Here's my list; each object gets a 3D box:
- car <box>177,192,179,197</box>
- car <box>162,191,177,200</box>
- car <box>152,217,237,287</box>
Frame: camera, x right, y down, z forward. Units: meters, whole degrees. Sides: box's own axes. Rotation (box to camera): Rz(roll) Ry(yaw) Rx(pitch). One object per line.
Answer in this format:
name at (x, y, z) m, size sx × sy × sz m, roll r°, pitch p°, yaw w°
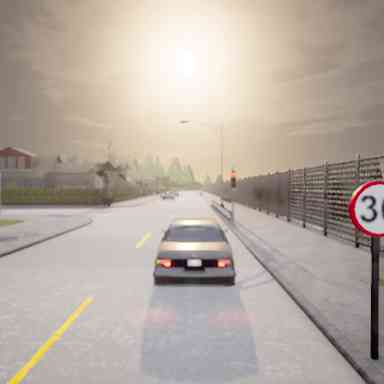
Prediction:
car at (-3.864, 0.401, 71.202) m, size 1.994 × 1.385 × 4.181 m, roll 0°, pitch 1°, yaw 0°
car at (-3.962, 0.700, 55.673) m, size 1.895 × 1.301 × 4.718 m, roll 0°, pitch 1°, yaw 1°
car at (0.071, 1.399, 9.025) m, size 2.033 × 1.411 × 5.357 m, roll 0°, pitch 1°, yaw 1°
